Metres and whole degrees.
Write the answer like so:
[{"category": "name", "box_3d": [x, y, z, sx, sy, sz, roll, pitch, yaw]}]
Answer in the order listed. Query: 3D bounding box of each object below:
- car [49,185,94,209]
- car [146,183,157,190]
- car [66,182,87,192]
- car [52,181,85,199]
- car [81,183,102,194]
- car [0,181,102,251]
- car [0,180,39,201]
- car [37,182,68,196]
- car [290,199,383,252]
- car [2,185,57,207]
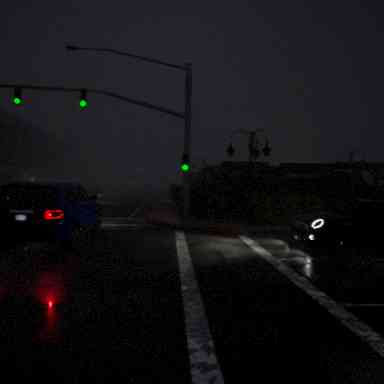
[{"category": "car", "box_3d": [-9.020, 0.304, 25.431, 1.882, 1.535, 5.008, 1, 2, -3]}, {"category": "car", "box_3d": [-7.874, -1.049, 63.818, 2.033, 1.411, 5.357, 1, 2, -3]}, {"category": "car", "box_3d": [-17.645, -0.809, 51.154, 1.812, 1.442, 4.674, 1, 2, -3]}, {"category": "car", "box_3d": [-13.318, -0.321, 36.142, 2.097, 1.767, 4.553, 1, 2, -3]}, {"category": "car", "box_3d": [-13.844, -0.535, 46.126, 1.812, 1.442, 4.674, 1, 2, -3]}, {"category": "car", "box_3d": [-4.691, 0.668, 11.494, 2.150, 2.045, 5.566, 1, 2, -3]}, {"category": "car", "box_3d": [-16.575, -0.224, 31.668, 2.097, 1.767, 4.553, 1, 2, -3]}, {"category": "car", "box_3d": [-17.062, -0.458, 40.922, 1.882, 1.535, 5.008, 1, 2, -3]}, {"category": "car", "box_3d": [5.859, 1.025, 11.666, 4.553, 1.767, 2.097, 1, 2, -5]}, {"category": "car", "box_3d": [-12.797, 0.243, 26.690, 2.033, 1.411, 5.357, 1, 2, -3]}]
